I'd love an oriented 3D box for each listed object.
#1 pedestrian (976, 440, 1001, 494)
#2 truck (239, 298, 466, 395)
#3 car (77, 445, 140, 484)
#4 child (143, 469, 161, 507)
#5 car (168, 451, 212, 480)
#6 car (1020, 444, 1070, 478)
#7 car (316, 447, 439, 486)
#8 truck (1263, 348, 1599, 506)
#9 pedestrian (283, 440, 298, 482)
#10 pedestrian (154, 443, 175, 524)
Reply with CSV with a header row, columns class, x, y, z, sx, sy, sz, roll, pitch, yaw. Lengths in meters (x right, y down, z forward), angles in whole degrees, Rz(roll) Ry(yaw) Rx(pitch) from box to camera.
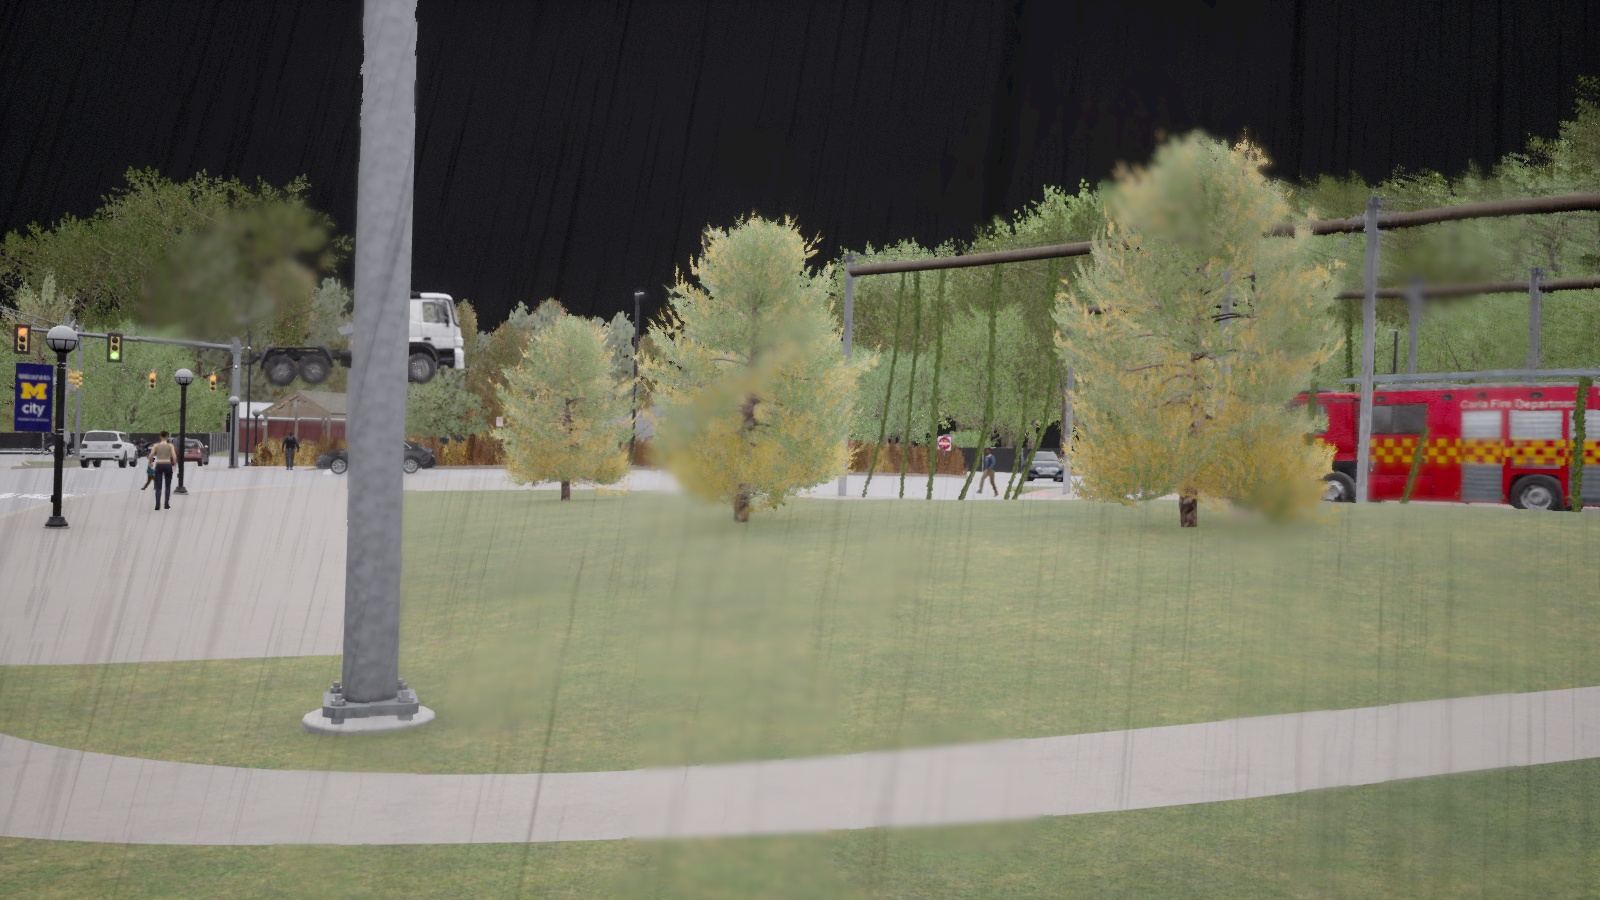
class,x,y,z,sx,sy,sz,roll,pitch,yaw
pedestrian,6.890,0.631,45.931,0.788,1.949,0.423,0,1,-34
truck,-17.343,-4.057,48.918,7.936,3.462,2.891,-4,4,-22
car,-38.547,0.798,70.136,2.150,2.045,5.566,-1,0,-19
child,-20.691,1.208,40.082,0.448,1.192,0.343,1,0,-18
car,-36.864,0.900,75.986,1.851,1.617,3.988,-1,1,-19
car,12.710,0.567,65.442,2.033,1.649,4.856,-1,0,5
car,-18.054,0.697,53.746,4.892,1.490,1.837,-1,1,-20
truck,17.395,-0.494,34.252,8.468,3.827,2.891,-1,-1,43
pedestrian,-23.601,0.505,58.138,0.563,1.883,0.849,1,0,-18
pedestrian,-14.589,0.765,28.820,0.345,1.836,0.594,1,0,-20
